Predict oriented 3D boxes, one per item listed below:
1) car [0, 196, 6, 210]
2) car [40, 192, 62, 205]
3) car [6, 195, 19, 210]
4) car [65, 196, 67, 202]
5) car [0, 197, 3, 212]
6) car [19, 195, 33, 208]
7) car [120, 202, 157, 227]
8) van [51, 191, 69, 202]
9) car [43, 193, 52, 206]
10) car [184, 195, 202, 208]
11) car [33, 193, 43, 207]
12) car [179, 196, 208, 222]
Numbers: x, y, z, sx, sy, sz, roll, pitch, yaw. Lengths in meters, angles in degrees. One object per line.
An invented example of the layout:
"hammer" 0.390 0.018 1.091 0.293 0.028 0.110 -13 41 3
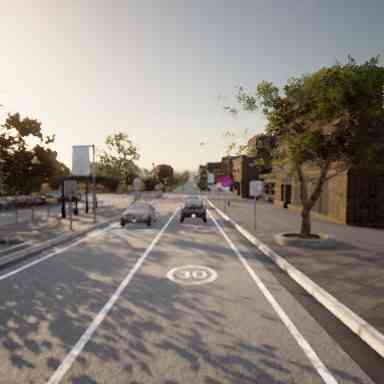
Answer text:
"car" -8.955 1.177 9.657 5.566 2.045 2.435 0 0 0
"car" -21.924 1.156 47.628 5.366 1.575 1.946 0 0 0
"car" -22.128 1.109 36.527 4.553 1.767 2.185 0 0 0
"car" -22.143 1.171 50.405 4.792 1.488 2.163 0 0 0
"car" -22.091 1.294 33.753 4.674 1.452 2.002 0 0 0
"car" -22.106 1.215 39.303 5.008 1.535 2.097 0 0 0
"car" -3.346 1.383 21.549 1.812 1.442 4.674 0 0 0
"van" -22.000 0.897 53.177 4.442 1.987 1.878 0 0 0
"car" -22.136 1.207 44.853 4.792 1.488 2.163 0 0 0
"car" 0.106 1.173 41.540 2.033 1.411 5.357 0 1 0
"car" -22.098 1.197 42.079 4.892 1.521 2.231 0 0 0
"car" 0.104 1.336 24.862 1.837 1.490 4.892 0 1 0
